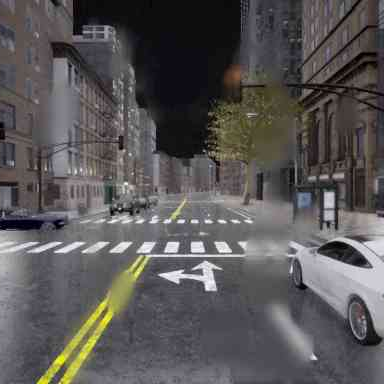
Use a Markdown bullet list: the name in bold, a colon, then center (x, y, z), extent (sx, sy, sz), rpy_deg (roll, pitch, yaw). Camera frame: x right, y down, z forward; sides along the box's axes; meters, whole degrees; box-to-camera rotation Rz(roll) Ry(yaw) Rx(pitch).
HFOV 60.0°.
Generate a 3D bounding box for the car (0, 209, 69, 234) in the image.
- **car**: center (-9.383, 1.581, 18.490), extent (4.718, 1.301, 1.895), rpy_deg (0, 0, -9)

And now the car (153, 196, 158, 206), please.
- **car**: center (-6.639, 1.421, 53.751), extent (2.128, 1.511, 4.902), rpy_deg (0, 0, 0)

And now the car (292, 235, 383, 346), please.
- **car**: center (3.344, 1.524, 6.212), extent (1.812, 1.442, 4.674), rpy_deg (0, 0, 0)

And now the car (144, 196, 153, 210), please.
- **car**: center (-6.638, 1.437, 43.433), extent (1.882, 1.535, 5.008), rpy_deg (0, 0, 0)

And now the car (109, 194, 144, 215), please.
- **car**: center (-6.601, 1.198, 33.322), extent (2.150, 2.045, 5.566), rpy_deg (0, 0, 1)
